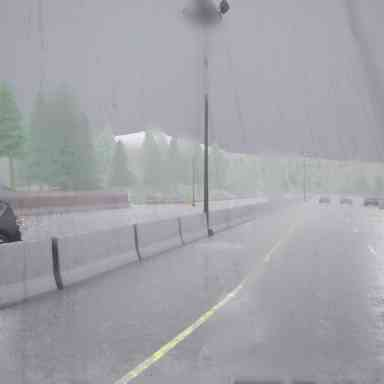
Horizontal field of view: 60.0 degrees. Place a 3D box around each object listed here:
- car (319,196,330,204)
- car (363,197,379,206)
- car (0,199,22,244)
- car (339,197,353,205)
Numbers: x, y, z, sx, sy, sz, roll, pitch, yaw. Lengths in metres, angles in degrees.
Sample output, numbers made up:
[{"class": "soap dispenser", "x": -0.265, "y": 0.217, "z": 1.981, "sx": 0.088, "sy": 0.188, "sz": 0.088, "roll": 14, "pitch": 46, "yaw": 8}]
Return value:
[{"class": "car", "x": 25.381, "y": 1.491, "z": 63.669, "sx": 2.128, "sy": 1.511, "sz": 4.902, "roll": 0, "pitch": 0, "yaw": 22}, {"class": "car", "x": 29.140, "y": 1.491, "z": 54.195, "sx": 2.128, "sy": 1.511, "sz": 4.902, "roll": 0, "pitch": 0, "yaw": 22}, {"class": "car", "x": -7.882, "y": 1.223, "z": 9.759, "sx": 2.150, "sy": 2.045, "sz": 5.566, "roll": 0, "pitch": 0, "yaw": 26}, {"class": "car", "x": 27.228, "y": 1.525, "z": 58.862, "sx": 1.812, "sy": 1.442, "sz": 4.674, "roll": 0, "pitch": 0, "yaw": 22}]
